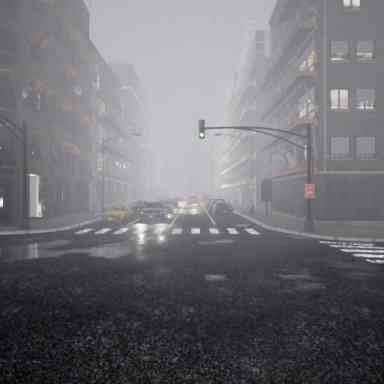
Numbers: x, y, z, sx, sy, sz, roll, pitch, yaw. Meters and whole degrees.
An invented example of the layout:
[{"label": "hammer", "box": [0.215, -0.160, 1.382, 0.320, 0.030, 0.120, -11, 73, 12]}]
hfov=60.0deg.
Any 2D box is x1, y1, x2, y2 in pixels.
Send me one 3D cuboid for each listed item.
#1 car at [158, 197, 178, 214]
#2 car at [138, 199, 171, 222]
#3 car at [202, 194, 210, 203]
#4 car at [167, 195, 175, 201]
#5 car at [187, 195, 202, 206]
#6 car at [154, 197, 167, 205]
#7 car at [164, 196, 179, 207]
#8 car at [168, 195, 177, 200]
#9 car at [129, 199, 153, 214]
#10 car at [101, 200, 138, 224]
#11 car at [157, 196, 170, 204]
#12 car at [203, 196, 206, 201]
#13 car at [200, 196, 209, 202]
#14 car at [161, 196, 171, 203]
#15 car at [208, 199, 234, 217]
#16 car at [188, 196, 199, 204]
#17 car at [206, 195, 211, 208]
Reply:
[{"label": "car", "box": [-2.943, 1.557, 36.294, 2.033, 1.411, 5.357, 0, 0, 1]}, {"label": "car", "box": [-2.983, 1.532, 26.570, 1.812, 1.442, 4.674, 0, 0, 0]}, {"label": "car", "box": [2.987, 1.339, 69.549, 2.192, 1.841, 5.009, 1, 0, 0]}, {"label": "car", "box": [-5.328, 1.559, 85.996, 1.752, 1.417, 4.829, 1, 0, 0]}, {"label": "car", "box": [0.236, 1.370, 57.126, 2.097, 1.767, 4.553, 0, 0, 0]}, {"label": "car", "box": [-5.443, 1.544, 58.380, 1.752, 1.417, 4.829, 1, 0, 0]}, {"label": "car", "box": [-2.902, 1.577, 46.212, 1.994, 1.385, 4.181, 0, 0, 0]}, {"label": "car", "box": [-5.305, 1.588, 91.690, 2.008, 1.369, 4.403, 1, 0, 0]}, {"label": "car", "box": [-5.533, 1.554, 36.456, 1.887, 1.381, 4.507, 1, 0, 0]}, {"label": "car", "box": [-5.579, 1.532, 25.240, 1.752, 1.417, 4.829, 1, 0, 0]}, {"label": "car", "box": [-5.419, 1.572, 64.074, 2.008, 1.369, 4.403, 1, 0, 0]}, {"label": "car", "box": [2.893, 1.596, 47.455, 1.802, 1.307, 4.206, 1, 0, 0]}, {"label": "car", "box": [3.030, 1.596, 80.595, 1.947, 1.339, 4.313, 1, 0, 0]}, {"label": "car", "box": [-5.396, 1.569, 69.597, 1.887, 1.381, 4.507, 1, 0, 0]}, {"label": "car", "box": [2.825, 1.553, 30.884, 1.887, 1.381, 4.507, 1, 0, 0]}, {"label": "car", "box": [0.277, 1.570, 67.162, 2.033, 1.411, 5.357, 0, 0, 0]}, {"label": "car", "box": [2.849, 1.450, 36.408, 1.967, 1.590, 4.097, 1, 0, 0]}]
